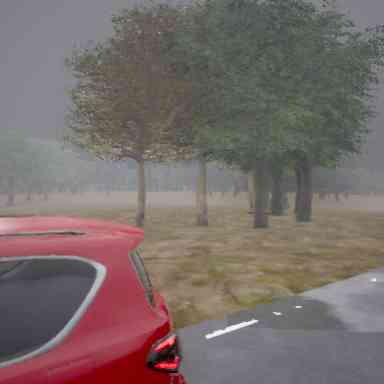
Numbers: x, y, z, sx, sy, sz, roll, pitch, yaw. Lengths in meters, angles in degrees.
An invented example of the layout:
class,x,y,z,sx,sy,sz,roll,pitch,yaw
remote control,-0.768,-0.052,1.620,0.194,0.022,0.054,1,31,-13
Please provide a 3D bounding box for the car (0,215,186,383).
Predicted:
class,x,y,z,sx,sy,sz,roll,pitch,yaw
car,-2.637,1.232,1.532,5.566,2.045,2.150,0,1,-35
